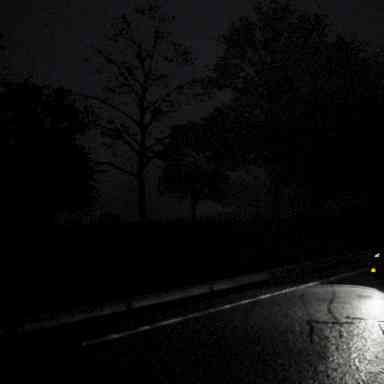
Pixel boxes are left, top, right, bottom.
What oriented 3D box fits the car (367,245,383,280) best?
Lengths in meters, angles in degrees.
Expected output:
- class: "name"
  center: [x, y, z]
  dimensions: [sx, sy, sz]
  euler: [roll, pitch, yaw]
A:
- class: "car"
  center: [6.331, 1.544, 8.457]
  dimensions: [4.181, 1.385, 1.994]
  euler: [0, 0, -35]
